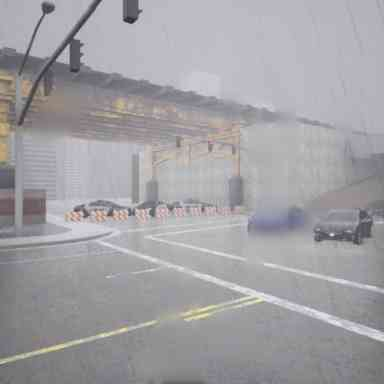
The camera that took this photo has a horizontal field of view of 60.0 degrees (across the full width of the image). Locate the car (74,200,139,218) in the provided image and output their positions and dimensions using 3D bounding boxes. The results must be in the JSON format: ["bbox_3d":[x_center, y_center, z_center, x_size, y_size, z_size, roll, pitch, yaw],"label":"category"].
[{"bbox_3d":[-7.524,1.452,28.811,4.974,1.542,2.038,0,0,8],"label":"car"}]

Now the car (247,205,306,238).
[{"bbox_3d":[4.753,1.477,17.956,1.882,1.535,5.008,0,0,37],"label":"car"}]

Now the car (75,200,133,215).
[{"bbox_3d":[-7.575,1.295,28.817,4.536,1.218,1.853,0,0,8],"label":"car"}]

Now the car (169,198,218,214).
[{"bbox_3d":[0.129,1.452,35.259,4.974,1.542,2.038,0,0,-7],"label":"car"}]

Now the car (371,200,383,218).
[{"bbox_3d":[17.125,1.504,29.906,4.892,1.490,1.837,0,0,-37],"label":"car"}]

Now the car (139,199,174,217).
[{"bbox_3d":[-3.780,1.452,31.497,2.038,1.542,4.974,0,0,18],"label":"car"}]

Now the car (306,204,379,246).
[{"bbox_3d":[7.211,1.504,15.633,1.837,1.490,4.892,0,0,37],"label":"car"}]

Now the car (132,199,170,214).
[{"bbox_3d":[-3.764,1.295,31.547,1.853,1.218,4.536,0,0,18],"label":"car"}]

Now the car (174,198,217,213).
[{"bbox_3d":[0.077,1.295,35.252,4.536,1.218,1.853,0,0,-7],"label":"car"}]
